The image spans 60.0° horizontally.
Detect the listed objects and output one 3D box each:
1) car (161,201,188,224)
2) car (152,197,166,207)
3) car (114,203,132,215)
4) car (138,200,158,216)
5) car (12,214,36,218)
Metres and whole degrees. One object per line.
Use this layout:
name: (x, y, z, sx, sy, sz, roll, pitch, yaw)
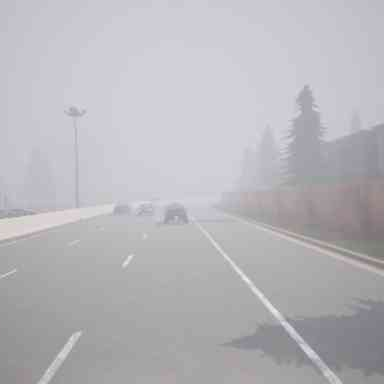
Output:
car: (-1.387, 1.811, 28.392, 1.837, 1.490, 4.892, -2, -1, -3)
car: (-5.919, 1.969, 59.478, 2.150, 2.045, 5.566, -2, -1, 4)
car: (-9.336, 2.212, 45.198, 1.882, 1.535, 5.008, -2, 0, -3)
car: (-5.595, 2.114, 40.832, 2.033, 1.411, 5.357, -2, -1, -4)
car: (-15.634, 2.300, 29.835, 2.128, 1.511, 4.902, -2, -1, -3)
